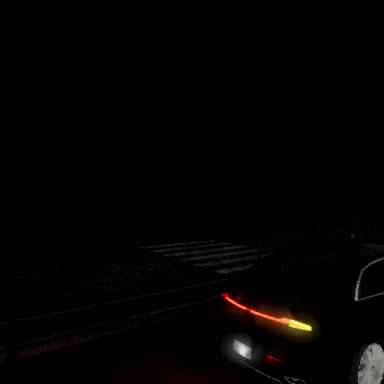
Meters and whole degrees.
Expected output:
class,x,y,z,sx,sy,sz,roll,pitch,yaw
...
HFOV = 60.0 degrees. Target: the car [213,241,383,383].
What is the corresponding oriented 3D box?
class,x,y,z,sx,sy,sz,roll,pitch,yaw
car,2.589,1.516,5.064,4.892,1.490,1.837,0,0,-33
